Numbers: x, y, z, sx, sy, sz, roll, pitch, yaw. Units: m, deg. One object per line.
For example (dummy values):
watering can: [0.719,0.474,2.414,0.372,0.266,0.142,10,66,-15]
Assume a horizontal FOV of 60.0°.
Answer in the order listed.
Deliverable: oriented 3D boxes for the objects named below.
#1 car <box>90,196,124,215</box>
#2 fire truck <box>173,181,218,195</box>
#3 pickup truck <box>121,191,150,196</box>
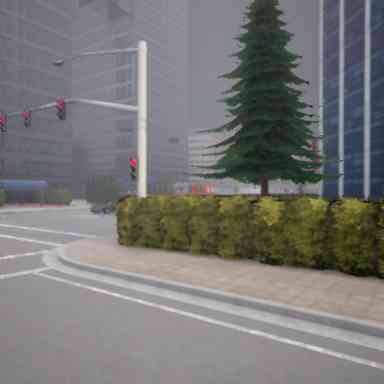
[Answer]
car: [-7.591,1.396,32.264,1.837,1.490,4.892,0,0,35]
fire truck: [0.639,0.210,49.889,2.891,3.827,8.468,0,0,35]
pickup truck: [-9.876,0.878,57.735,6.274,2.098,2.390,0,0,-24]
